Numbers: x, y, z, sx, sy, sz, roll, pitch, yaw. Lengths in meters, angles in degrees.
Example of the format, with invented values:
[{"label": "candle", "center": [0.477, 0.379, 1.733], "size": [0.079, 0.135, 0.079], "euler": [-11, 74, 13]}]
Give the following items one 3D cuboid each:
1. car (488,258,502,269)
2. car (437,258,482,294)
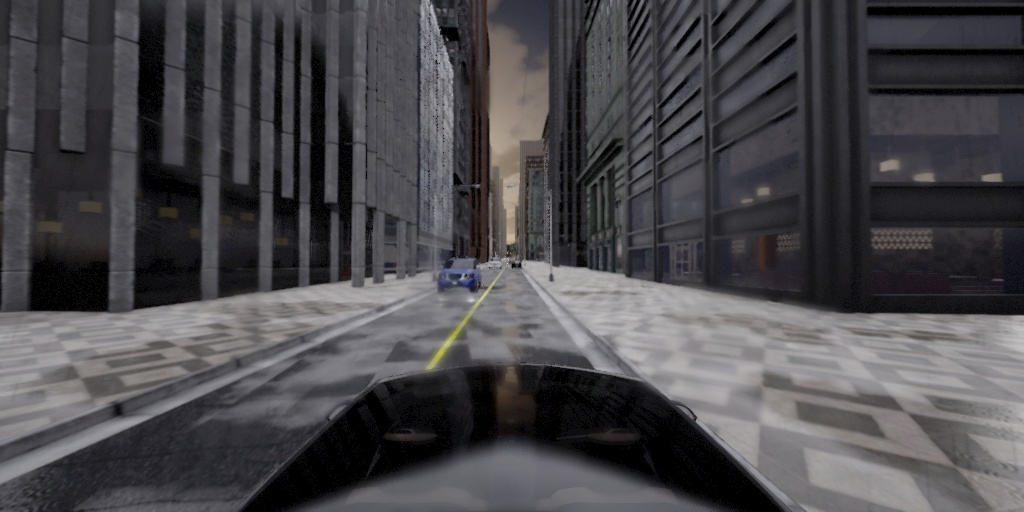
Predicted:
[{"label": "car", "center": [-3.009, 1.351, 64.719], "size": [2.150, 2.045, 5.566], "euler": [0, 0, 0]}, {"label": "car", "center": [-3.098, 1.123, 22.156], "size": [2.150, 2.045, 5.566], "euler": [0, 0, 0]}]
